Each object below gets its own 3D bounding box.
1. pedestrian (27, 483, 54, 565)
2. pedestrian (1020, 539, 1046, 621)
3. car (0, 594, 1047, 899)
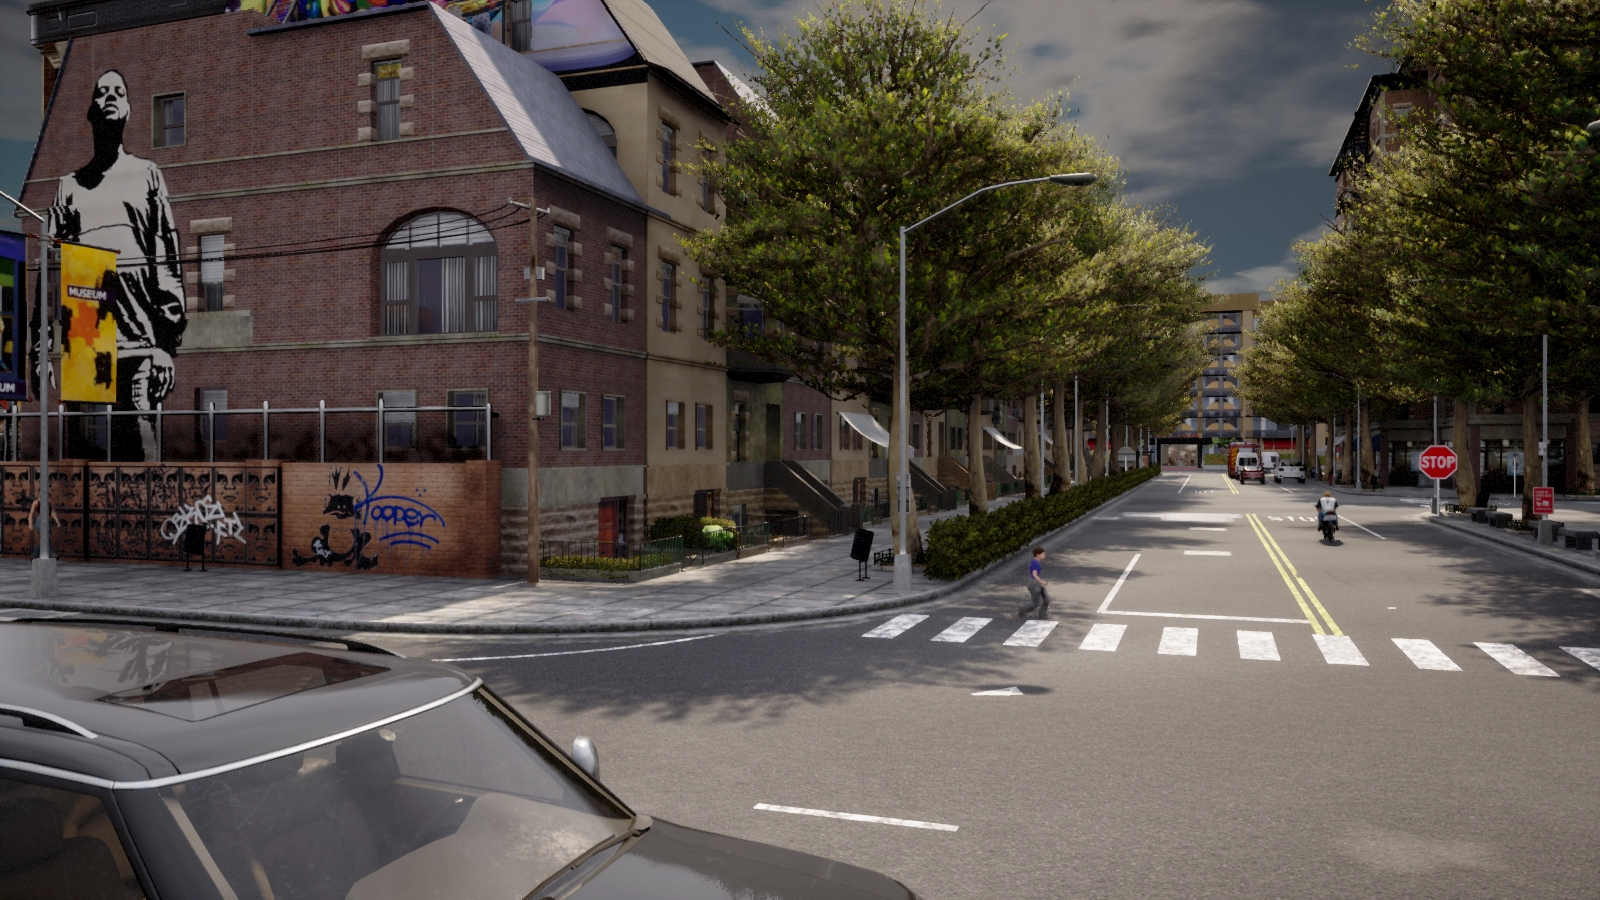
[{"bbox_3d":[-17.559,1.706,26.422,0.375,1.860,0.375,0,0,22],"label":"pedestrian"},{"bbox_3d":[3.841,2.130,18.801,0.375,1.300,0.375,0,0,20],"label":"pedestrian"},{"bbox_3d":[-2.100,1.777,4.031,5.566,2.045,2.150,0,0,20],"label":"car"}]
